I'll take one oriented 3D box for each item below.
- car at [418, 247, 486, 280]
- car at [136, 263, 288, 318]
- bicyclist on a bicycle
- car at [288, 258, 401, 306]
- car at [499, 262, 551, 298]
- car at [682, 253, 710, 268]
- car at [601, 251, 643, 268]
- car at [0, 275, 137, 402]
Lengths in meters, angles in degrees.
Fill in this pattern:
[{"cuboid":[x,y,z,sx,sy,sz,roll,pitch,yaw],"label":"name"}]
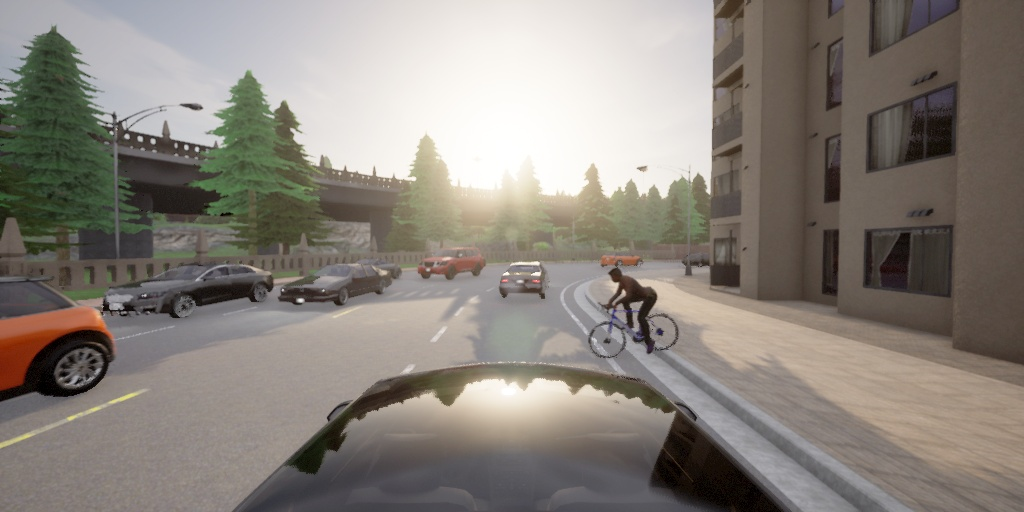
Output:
[{"cuboid":[-3.982,0.423,24.334,2.150,2.045,5.566,1,2,24],"label":"car"},{"cuboid":[-10.201,0.992,11.827,2.128,1.511,4.902,0,1,4],"label":"car"},{"cuboid":[2.138,1.005,6.496,1.656,1.620,0.582,-9,1,1],"label":"bicyclist on a bicycle"},{"cuboid":[-6.589,0.992,14.234,2.033,1.411,5.357,0,1,6],"label":"car"},{"cuboid":[0.695,0.953,16.002,2.033,1.411,5.357,0,1,9],"label":"car"},{"cuboid":[19.728,0.411,36.471,4.902,1.511,2.128,0,1,-15],"label":"car"},{"cuboid":[11.224,0.268,36.514,4.553,1.767,2.097,-1,2,-33],"label":"car"},{"cuboid":[-7.020,1.058,3.353,2.097,1.767,4.553,0,1,1],"label":"car"}]
